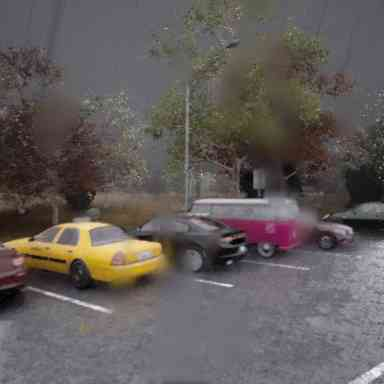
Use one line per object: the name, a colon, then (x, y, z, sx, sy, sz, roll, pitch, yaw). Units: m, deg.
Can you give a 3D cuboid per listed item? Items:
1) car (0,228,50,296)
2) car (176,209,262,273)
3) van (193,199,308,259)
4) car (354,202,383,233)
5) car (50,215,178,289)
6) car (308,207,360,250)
car: (-5.454, 1.526, 7.293, 4.674, 1.452, 2.002, -1, 0, 34)
car: (-0.601, 1.472, 10.719, 5.008, 1.535, 2.097, -1, 0, 35)
van: (1.734, 1.240, 12.487, 4.442, 1.987, 1.878, -1, 0, 35)
car: (9.214, 1.301, 17.438, 4.553, 1.767, 2.185, -1, 0, 36)
car: (-3.189, 1.480, 9.125, 5.366, 1.575, 1.946, -1, 0, 34)
car: (4.281, 1.493, 14.112, 4.674, 1.452, 2.002, -1, -1, 35)
